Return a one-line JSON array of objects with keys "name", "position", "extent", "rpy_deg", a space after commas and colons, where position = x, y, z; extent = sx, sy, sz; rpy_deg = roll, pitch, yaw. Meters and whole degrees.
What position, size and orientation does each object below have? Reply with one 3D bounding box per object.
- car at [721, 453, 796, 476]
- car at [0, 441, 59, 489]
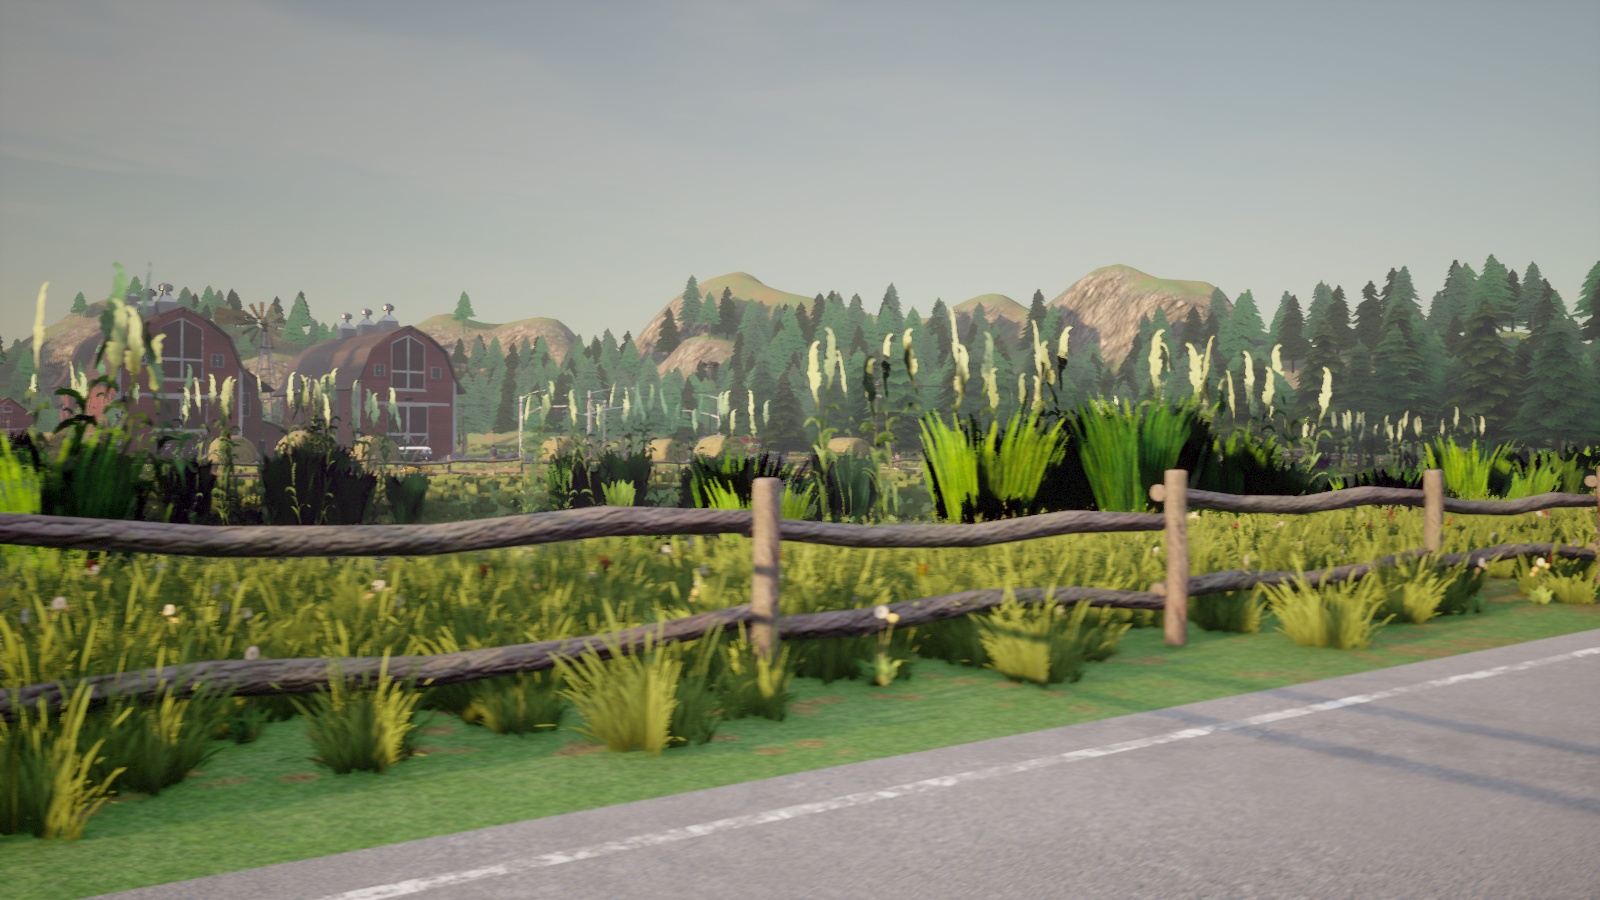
[{"name": "car", "position": [-2.731, 0.926, 83.393], "extent": [4.892, 1.490, 1.837], "rpy_deg": [0, 0, -38]}, {"name": "car", "position": [-34.953, 0.635, 53.499], "extent": [5.566, 2.045, 2.150], "rpy_deg": [0, 0, -38]}]
